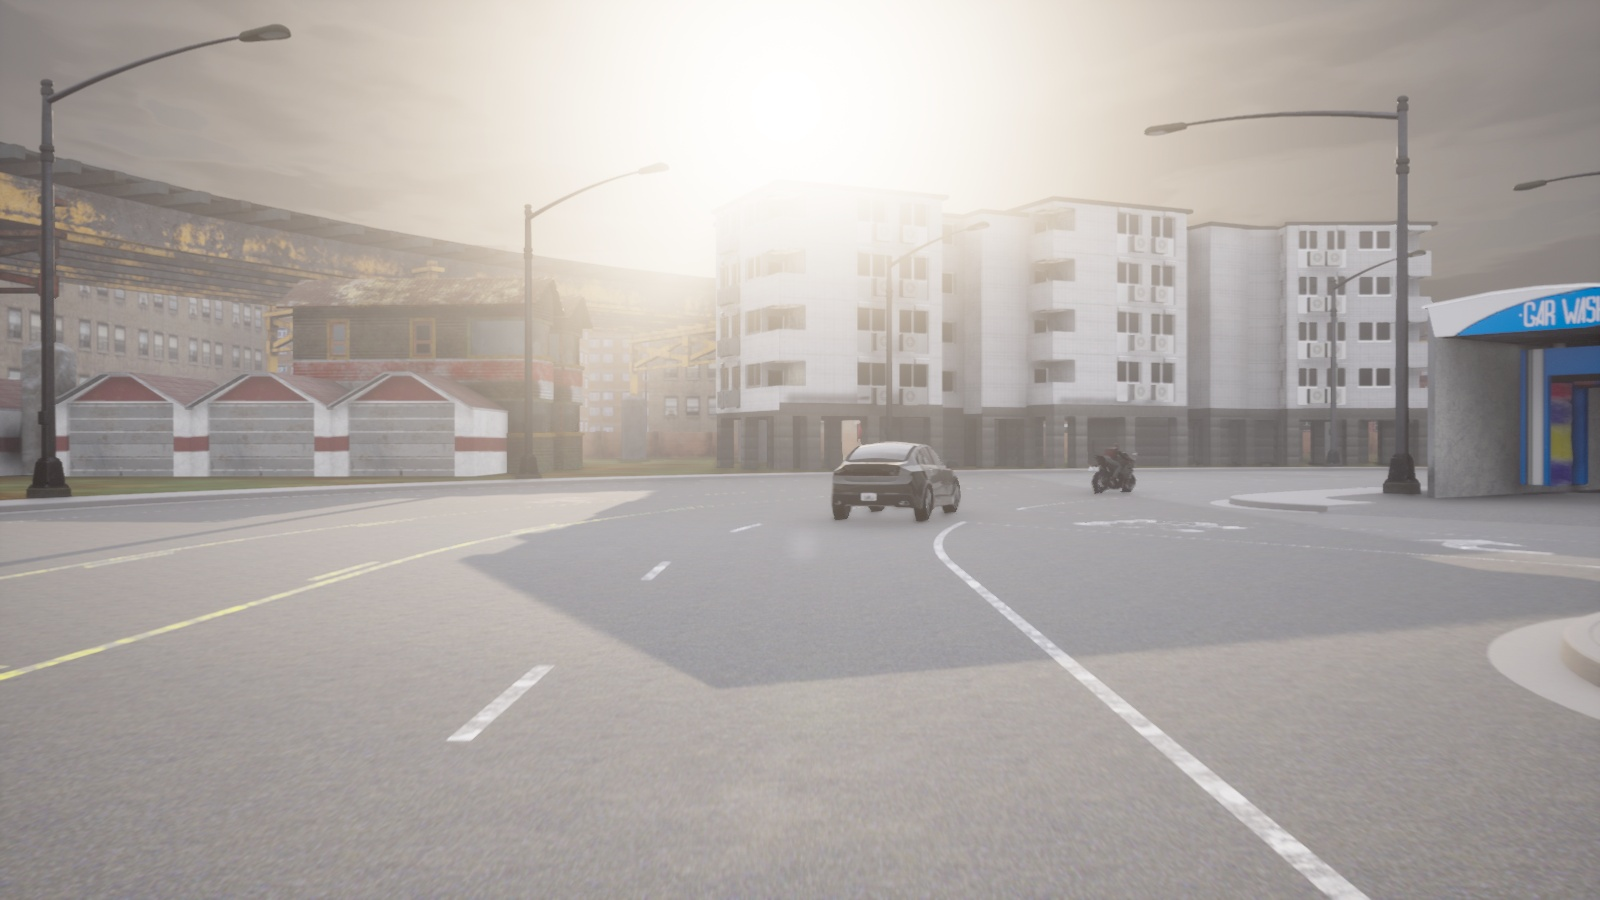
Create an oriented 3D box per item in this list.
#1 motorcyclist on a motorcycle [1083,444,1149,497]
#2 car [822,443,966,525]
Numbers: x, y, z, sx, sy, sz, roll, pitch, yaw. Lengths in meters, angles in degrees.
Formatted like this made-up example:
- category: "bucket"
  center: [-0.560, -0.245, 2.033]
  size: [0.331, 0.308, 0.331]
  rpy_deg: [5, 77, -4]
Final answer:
- category: "motorcyclist on a motorcycle"
  center: [9.302, 0.581, 36.913]
  size: [2.191, 1.530, 0.866]
  rpy_deg: [0, 1, -44]
- category: "car"
  center: [2.022, 0.609, 25.489]
  size: [1.837, 1.490, 4.892]
  rpy_deg: [0, 0, 18]
